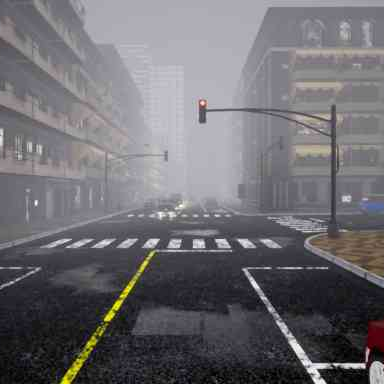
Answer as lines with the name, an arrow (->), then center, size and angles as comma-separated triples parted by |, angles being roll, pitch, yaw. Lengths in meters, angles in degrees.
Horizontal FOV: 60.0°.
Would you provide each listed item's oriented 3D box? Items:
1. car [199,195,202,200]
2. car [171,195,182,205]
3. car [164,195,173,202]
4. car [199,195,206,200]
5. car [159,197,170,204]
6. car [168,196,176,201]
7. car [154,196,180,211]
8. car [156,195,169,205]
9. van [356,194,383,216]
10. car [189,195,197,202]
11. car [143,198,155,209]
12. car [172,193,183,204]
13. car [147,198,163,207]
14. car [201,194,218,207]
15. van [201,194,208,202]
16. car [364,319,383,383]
car -> 2.890, 1.578, 67.379 | 2.008, 1.369, 4.403 | -1, 0, 0
car -> -2.942, 1.578, 50.367 | 1.994, 1.385, 4.181 | 0, 0, 0
car -> -5.457, 1.563, 78.297 | 1.752, 1.417, 4.829 | -1, 0, 0
car -> 2.975, 1.602, 95.019 | 1.887, 1.381, 4.507 | -1, 0, 0
car -> -5.491, 1.609, 67.411 | 1.802, 1.307, 4.206 | -1, 0, 0
car -> -5.422, 1.633, 89.523 | 1.802, 1.307, 4.206 | -1, 0, 0
car -> -2.975, 1.554, 40.483 | 2.033, 1.411, 5.357 | 0, 0, 0
car -> -5.510, 1.462, 61.883 | 1.967, 1.590, 4.097 | -1, 0, 0
van -> 15.723, 1.035, 27.328 | 3.998, 1.788, 1.690 | -1, 1, -1
car -> 0.243, 1.516, 78.480 | 1.882, 1.535, 5.008 | 0, 0, 0
car -> -5.559, 1.561, 45.300 | 2.008, 1.369, 4.403 | 0, 0, 0
car -> -2.882, 1.243, 60.938 | 2.150, 2.045, 5.566 | 0, 0, 1
car -> -5.543, 1.580, 50.827 | 1.947, 1.339, 4.313 | 0, 0, 0
car -> 2.836, 1.454, 50.796 | 1.967, 1.590, 4.097 | -1, 0, 0
van -> 2.922, 1.379, 78.435 | 1.690, 1.788, 3.998 | -1, 0, 0
car -> 2.685, 1.544, 1.797 | 1.887, 1.381, 4.507 | 0, 0, 0
